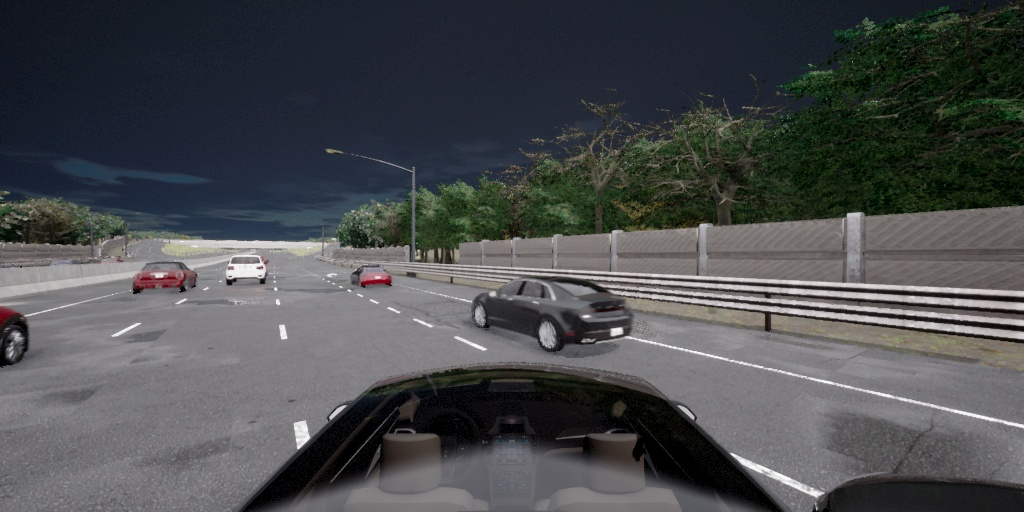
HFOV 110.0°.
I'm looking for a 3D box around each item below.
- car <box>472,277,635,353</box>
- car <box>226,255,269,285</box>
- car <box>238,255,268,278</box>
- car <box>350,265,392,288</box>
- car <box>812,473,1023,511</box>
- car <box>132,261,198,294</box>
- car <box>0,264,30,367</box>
[{"bbox_3d":[0.702,1.254,9.044,1.837,1.490,4.892,0,0,-34],"label":"car"},{"bbox_3d":[-19.268,0.960,26.142,2.150,2.045,5.566,0,0,-34],"label":"car"},{"bbox_3d":[-25.255,0.951,35.094,2.150,2.045,5.566,0,0,-34],"label":"car"},{"bbox_3d":[-9.590,1.310,24.283,1.994,1.385,4.181,0,0,-34],"label":"car"},{"bbox_3d":[2.987,1.315,0.389,4.181,1.385,1.994,0,0,34],"label":"car"},{"bbox_3d":[-19.841,1.092,20.707,2.097,1.767,4.553,0,0,-34],"label":"car"},{"bbox_3d":[-9.087,1.100,4.776,2.097,1.767,4.553,0,0,-34],"label":"car"}]
